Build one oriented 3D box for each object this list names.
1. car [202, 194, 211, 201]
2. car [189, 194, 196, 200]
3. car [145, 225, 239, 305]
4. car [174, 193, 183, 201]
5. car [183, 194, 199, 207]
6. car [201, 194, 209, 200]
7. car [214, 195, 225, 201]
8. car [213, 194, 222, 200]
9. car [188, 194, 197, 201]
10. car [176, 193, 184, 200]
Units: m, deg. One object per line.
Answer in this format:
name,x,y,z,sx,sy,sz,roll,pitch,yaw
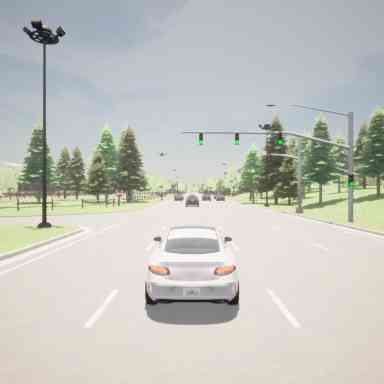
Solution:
car,3.608,1.346,82.854,2.097,1.767,4.553,0,0,0
car,0.121,1.331,92.892,1.837,1.490,4.892,0,0,0
car,0.017,1.526,7.956,1.812,1.442,4.674,0,0,0
car,-3.392,1.542,82.860,1.994,1.385,4.181,0,0,0
car,0.068,1.351,51.829,2.097,1.767,4.553,0,0,0
car,3.621,1.370,92.887,2.033,1.411,5.357,0,0,0
car,7.108,1.515,82.463,2.128,1.511,4.902,0,0,0
car,7.121,1.383,92.883,1.994,1.385,4.181,0,0,0
car,0.108,1.346,82.858,2.097,1.767,4.553,0,0,0
car,-3.379,1.186,92.866,2.097,1.767,4.553,0,0,0
